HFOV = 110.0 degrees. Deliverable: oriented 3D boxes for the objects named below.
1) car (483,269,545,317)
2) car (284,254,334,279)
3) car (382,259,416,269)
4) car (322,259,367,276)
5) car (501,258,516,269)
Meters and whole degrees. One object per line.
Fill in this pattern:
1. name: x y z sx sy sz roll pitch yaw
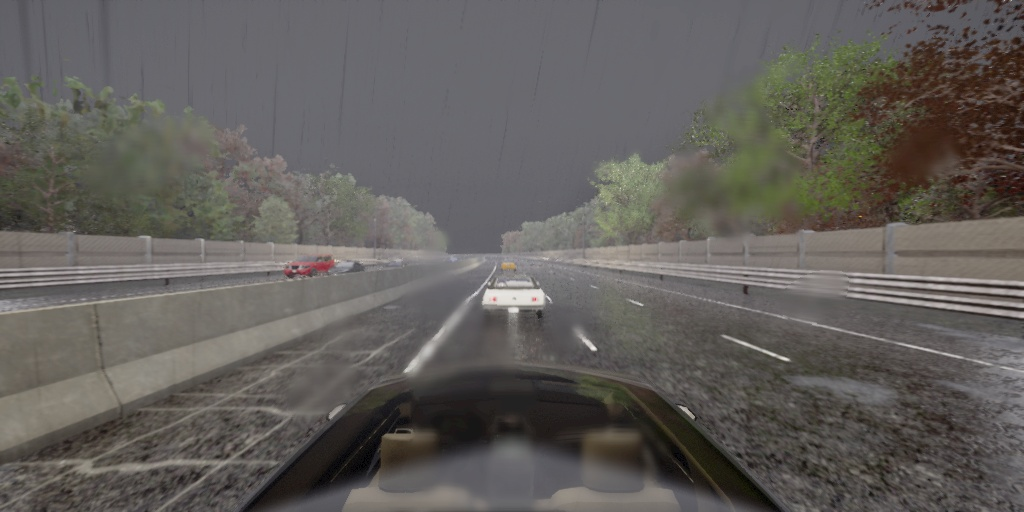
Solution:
1. car: 0.054 1.318 12.886 1.895 1.301 4.718 0 0 0
2. car: -17.877 0.881 32.128 2.150 2.045 5.566 0 0 -1
3. car: -10.909 1.219 34.167 1.994 1.385 4.181 0 0 -1
4. car: -14.366 1.188 31.535 1.812 1.442 4.674 0 0 -1
5. car: -0.463 1.078 45.291 1.801 1.575 5.366 0 0 -1
